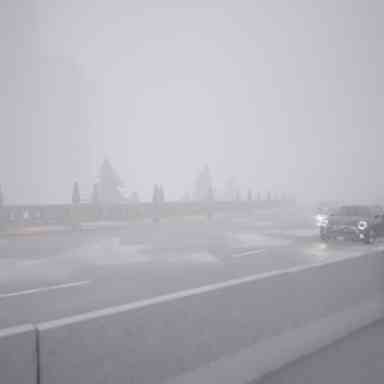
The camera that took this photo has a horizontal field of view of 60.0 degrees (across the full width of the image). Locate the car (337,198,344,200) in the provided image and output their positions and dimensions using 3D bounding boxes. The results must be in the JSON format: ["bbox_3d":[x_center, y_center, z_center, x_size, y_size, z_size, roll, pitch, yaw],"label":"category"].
[{"bbox_3d":[15.117,1.694,36.816,2.128,1.511,4.902,0,-1,30],"label":"car"}]

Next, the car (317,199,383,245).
[{"bbox_3d":[7.905,1.409,15.940,2.097,1.767,4.553,-1,-1,43],"label":"car"}]

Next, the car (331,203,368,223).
[{"bbox_3d":[13.025,1.689,27.352,1.994,1.385,4.181,0,-1,36],"label":"car"}]
